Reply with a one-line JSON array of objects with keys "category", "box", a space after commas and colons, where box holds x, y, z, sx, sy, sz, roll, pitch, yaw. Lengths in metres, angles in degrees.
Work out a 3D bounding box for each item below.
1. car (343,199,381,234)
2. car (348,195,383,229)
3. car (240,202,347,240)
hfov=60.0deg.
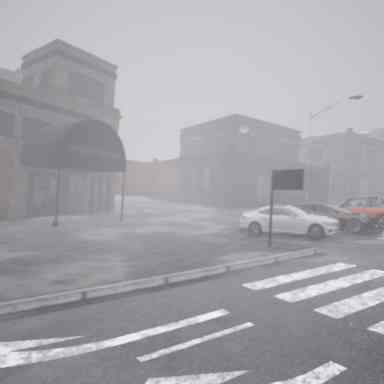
[{"category": "car", "box": [7.027, 1.301, 17.634, 4.792, 1.488, 2.163, -1, 0, 35]}, {"category": "car", "box": [9.445, 1.101, 19.309, 4.553, 1.767, 2.185, -1, 0, 35]}, {"category": "car", "box": [4.578, 1.357, 15.967, 4.674, 1.452, 2.002, -1, 0, 35]}]
